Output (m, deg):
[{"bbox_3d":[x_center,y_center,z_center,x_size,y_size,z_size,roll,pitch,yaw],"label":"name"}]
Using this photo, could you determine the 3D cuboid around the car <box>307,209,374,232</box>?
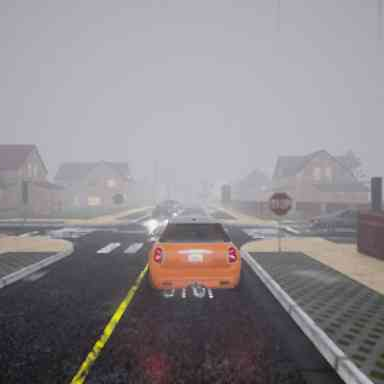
[{"bbox_3d":[10.364,1.786,21.523,5.357,1.411,2.033,0,0,2],"label":"car"}]

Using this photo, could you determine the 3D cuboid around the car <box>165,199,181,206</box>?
[{"bbox_3d":[-2.866,1.775,43.373,2.097,1.767,4.553,0,-1,0],"label":"car"}]

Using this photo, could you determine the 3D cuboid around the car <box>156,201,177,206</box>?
[{"bbox_3d":[-2.867,1.907,33.457,1.895,1.301,4.718,0,-1,0],"label":"car"}]

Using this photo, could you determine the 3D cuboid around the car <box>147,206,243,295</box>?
[{"bbox_3d":[-0.017,1.424,9.132,2.097,1.767,4.553,0,0,-3],"label":"car"}]

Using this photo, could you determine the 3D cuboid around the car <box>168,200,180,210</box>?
[{"bbox_3d":[-2.867,2.078,53.600,1.812,1.442,4.674,0,-1,0],"label":"car"}]
